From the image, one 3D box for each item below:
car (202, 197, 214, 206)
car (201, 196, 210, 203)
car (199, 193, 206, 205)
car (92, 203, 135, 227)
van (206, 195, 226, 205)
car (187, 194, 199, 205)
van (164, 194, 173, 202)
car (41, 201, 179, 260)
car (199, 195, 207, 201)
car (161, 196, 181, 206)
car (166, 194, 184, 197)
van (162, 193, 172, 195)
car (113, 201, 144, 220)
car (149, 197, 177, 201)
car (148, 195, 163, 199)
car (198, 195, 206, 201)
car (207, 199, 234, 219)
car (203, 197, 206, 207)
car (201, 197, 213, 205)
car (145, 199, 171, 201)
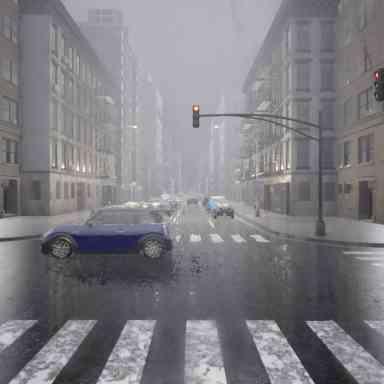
[{"bbox_3d":[2.650,1.562,55.942,1.947,1.339,4.313,0,0,0],"label":"car"},{"bbox_3d":[2.654,1.521,66.923,1.752,1.417,4.829,0,0,0],"label":"car"},{"bbox_3d":[2.649,1.311,50.535,2.192,1.841,5.009,0,0,0],"label":"car"},{"bbox_3d":[-5.389,1.549,23.504,2.008,1.369,4.403,0,0,0],"label":"car"},{"bbox_3d":[2.643,1.338,34.317,1.690,1.788,3.998,0,0,0],"label":"van"},{"bbox_3d":[0.103,1.501,57.073,1.837,1.490,4.892,0,0,0],"label":"car"},{"bbox_3d":[-5.434,1.336,77.566,1.690,1.788,3.998,0,0,0],"label":"van"},{"bbox_3d":[-2.869,1.341,11.835,4.553,1.767,2.097,0,0,0],"label":"car"},{"bbox_3d":[2.660,1.539,82.973,1.887,1.381,4.507,0,0,0],"label":"car"},{"bbox_3d":[-2.832,1.560,42.769,1.994,1.385,4.181,0,0,1],"label":"car"},{"bbox_3d":[-2.793,1.474,53.024,1.882,1.535,5.008,0,0,1],"label":"car"},{"bbox_3d":[-5.425,1.337,66.753,1.690,1.788,3.998,0,0,0],"label":"van"},{"bbox_3d":[-5.393,1.523,28.740,1.752,1.417,4.829,0,0,0],"label":"car"},{"bbox_3d":[-2.843,1.544,32.755,2.033,1.411,5.357,0,0,0],"label":"car"},{"bbox_3d":[-5.407,1.436,45.129,1.967,1.590,4.097,0,0,0],"label":"car"},{"bbox_3d":[2.661,1.560,88.379,1.947,1.339,4.313,0,0,0],"label":"car"},{"bbox_3d":[2.641,1.548,28.910,2.008,1.369,4.403,0,0,0],"label":"car"},{"bbox_3d":[2.645,1.578,39.723,1.802,1.307,4.206,0,0,0],"label":"car"},{"bbox_3d":[2.652,1.546,61.348,2.008,1.369,4.403,0,0,0],"label":"car"},{"bbox_3d":[-2.847,1.490,22.872,2.128,1.511,4.902,0,0,0],"label":"car"}]
